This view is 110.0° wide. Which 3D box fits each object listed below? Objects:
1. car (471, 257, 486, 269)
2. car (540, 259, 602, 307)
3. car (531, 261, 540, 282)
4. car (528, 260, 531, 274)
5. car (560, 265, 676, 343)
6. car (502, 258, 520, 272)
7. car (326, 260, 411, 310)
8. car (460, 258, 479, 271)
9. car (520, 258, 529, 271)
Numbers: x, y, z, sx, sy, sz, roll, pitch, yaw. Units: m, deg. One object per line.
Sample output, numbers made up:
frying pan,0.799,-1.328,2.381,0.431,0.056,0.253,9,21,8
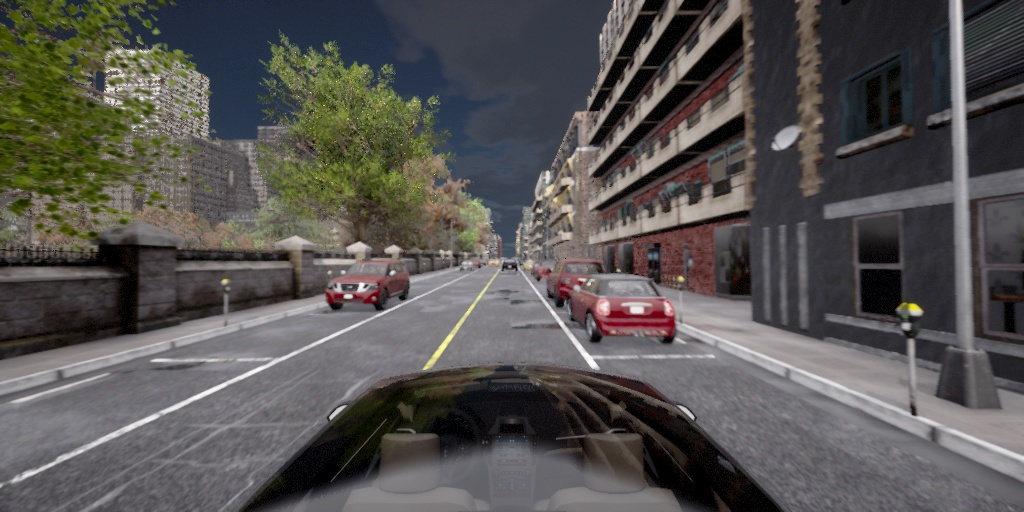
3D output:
car,-6.062,1.103,59.277,2.192,1.841,5.009,0,0,0
car,2.618,1.052,15.146,2.192,1.841,5.009,0,0,0
car,2.938,1.089,29.366,2.097,1.767,4.553,0,0,0
car,2.927,1.263,36.397,1.812,1.442,4.674,0,0,0
car,2.655,1.177,9.623,1.967,1.591,4.097,0,0,0
car,-0.281,1.150,45.778,1.882,1.535,5.008,0,0,0
car,-5.762,1.098,15.090,2.192,1.841,5.009,0,0,0
car,-5.987,1.337,48.230,2.007,1.370,4.403,0,0,0
car,2.392,1.266,48.456,1.751,1.417,4.829,0,0,0
